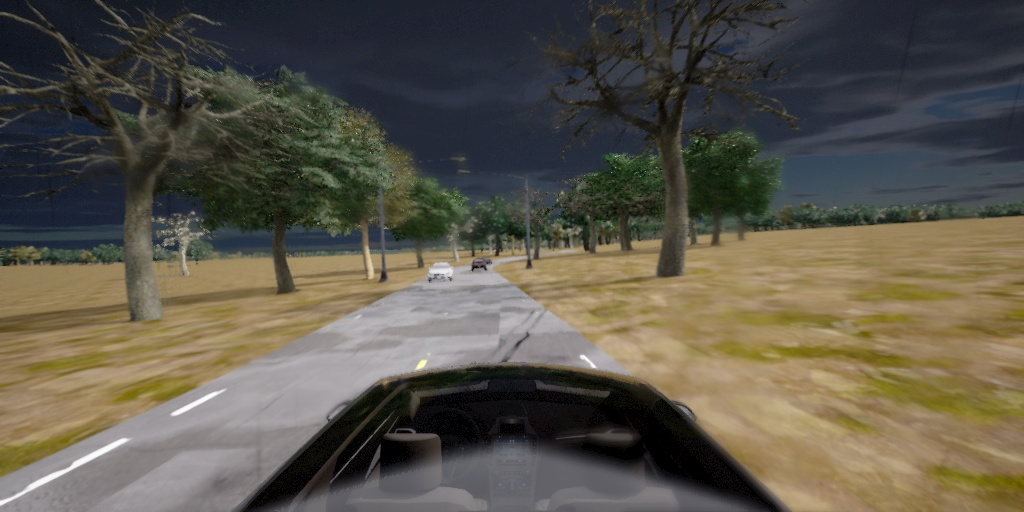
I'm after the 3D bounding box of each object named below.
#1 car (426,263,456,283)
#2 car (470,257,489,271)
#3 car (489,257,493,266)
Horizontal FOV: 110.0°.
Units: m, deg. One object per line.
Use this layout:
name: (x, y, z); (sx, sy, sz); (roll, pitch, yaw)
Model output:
car: (-5.654, 1.270, 28.829); (1.812, 1.442, 4.674); (-2, 0, -6)
car: (-4.208, 1.085, 45.925); (1.837, 1.490, 4.892); (-2, 0, -5)
car: (-4.555, 0.980, 63.491); (1.837, 1.490, 4.892); (-2, 1, 4)
